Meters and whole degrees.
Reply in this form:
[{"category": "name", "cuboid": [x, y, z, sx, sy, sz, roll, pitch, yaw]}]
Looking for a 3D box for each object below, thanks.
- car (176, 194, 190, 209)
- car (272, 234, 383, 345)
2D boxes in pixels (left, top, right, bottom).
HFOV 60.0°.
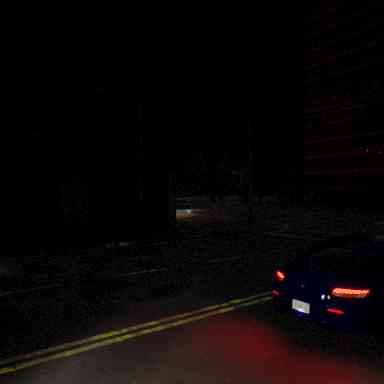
[{"category": "car", "cuboid": [-2.440, 1.221, 45.245, 2.150, 2.045, 5.566, 0, 0, -33]}, {"category": "car", "cuboid": [3.489, 1.526, 6.257, 4.674, 1.442, 1.812, 0, 0, -35]}]
